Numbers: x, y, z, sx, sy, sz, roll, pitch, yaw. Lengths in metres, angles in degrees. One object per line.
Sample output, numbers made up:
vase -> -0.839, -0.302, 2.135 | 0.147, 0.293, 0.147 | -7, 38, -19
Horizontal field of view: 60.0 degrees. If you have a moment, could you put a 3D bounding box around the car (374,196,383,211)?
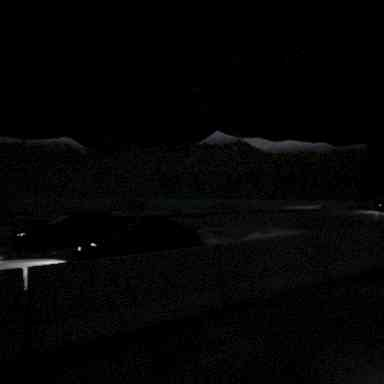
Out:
car -> 21.874, 0.967, 35.109 | 5.566, 2.045, 2.150 | -1, 0, -22

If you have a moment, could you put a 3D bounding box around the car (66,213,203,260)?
car -> -1.707, 1.516, 11.096 | 4.181, 1.385, 1.994 | 0, 0, -33

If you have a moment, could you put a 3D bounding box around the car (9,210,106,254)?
car -> -4.689, 1.477, 13.340 | 4.674, 1.442, 1.812 | 0, 0, -33
